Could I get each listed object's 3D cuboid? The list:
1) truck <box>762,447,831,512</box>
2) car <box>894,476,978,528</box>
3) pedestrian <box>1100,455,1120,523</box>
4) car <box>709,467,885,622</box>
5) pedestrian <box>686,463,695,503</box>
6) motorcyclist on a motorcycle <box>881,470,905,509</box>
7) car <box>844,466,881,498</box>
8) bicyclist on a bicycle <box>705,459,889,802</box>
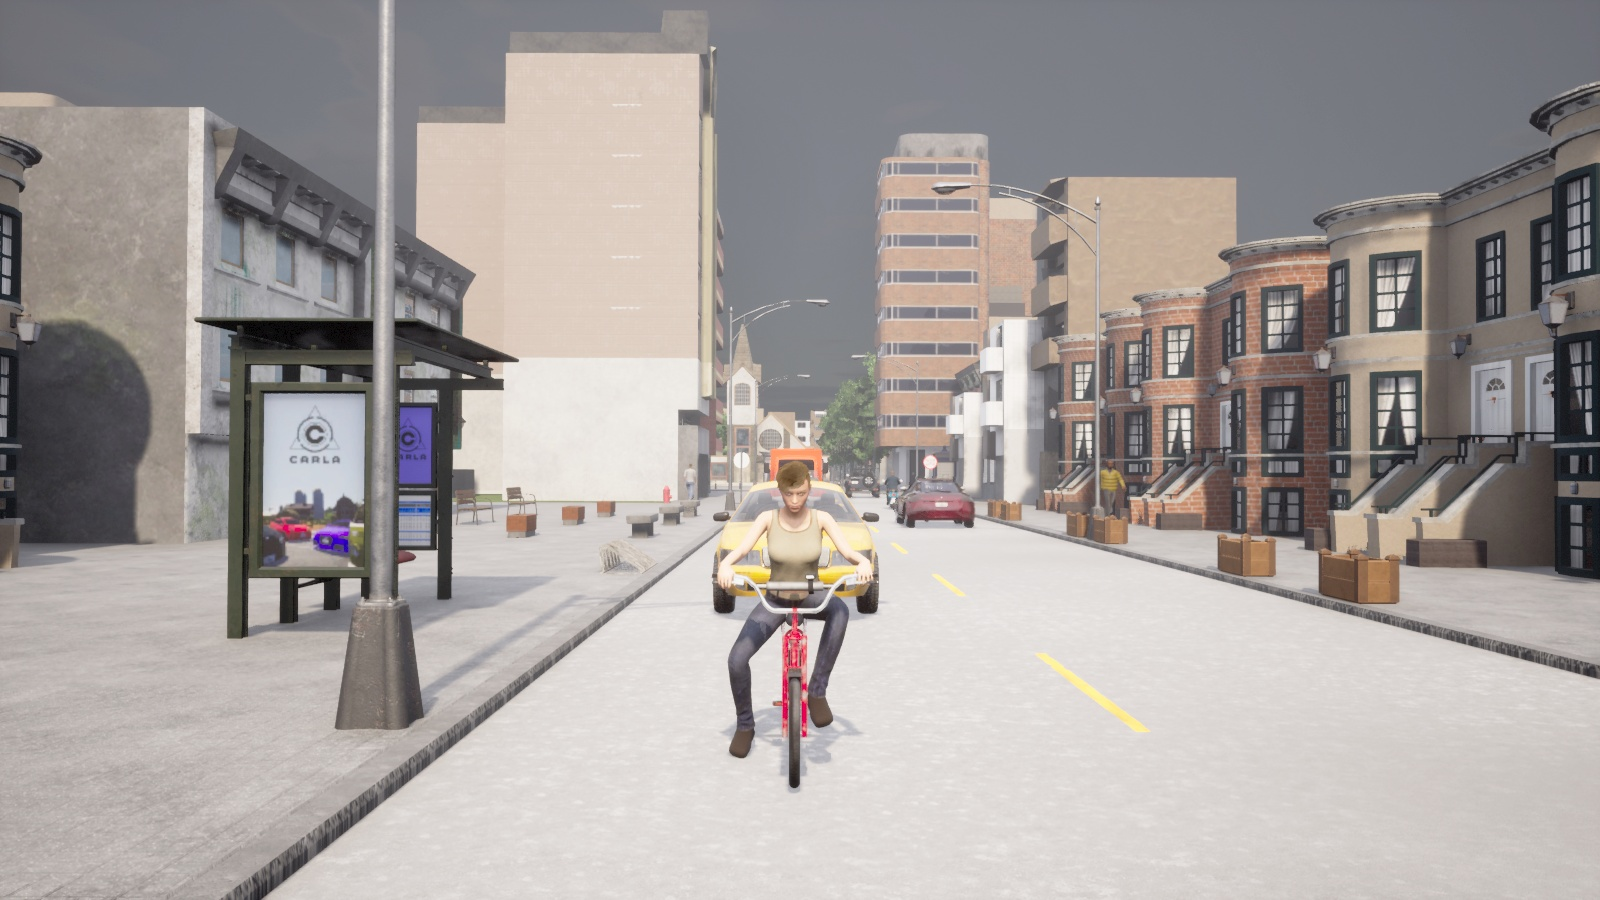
[{"bbox_3d":[-0.150,1.184,50.992,2.627,2.467,5.204,0,-1,0],"label":"truck"},{"bbox_3d":[3.909,1.478,36.699,1.994,1.385,4.181,0,-1,0],"label":"car"},{"bbox_3d":[8.473,1.066,34.342,0.370,1.835,0.726,0,-1,0],"label":"pedestrian"},{"bbox_3d":[-0.039,1.014,15.534,1.801,1.575,5.366,0,-1,0],"label":"car"},{"bbox_3d":[-5.083,1.521,58.294,0.354,1.836,0.706,0,-1,1],"label":"pedestrian"},{"bbox_3d":[3.846,1.626,52.130,0.866,1.590,1.817,0,-1,0],"label":"motorcyclist on a motorcycle"},{"bbox_3d":[3.745,1.884,75.665,1.932,1.855,4.605,0,-1,0],"label":"car"},{"bbox_3d":[-0.022,0.863,6.680,0.866,1.612,1.509,0,-1,-1],"label":"bicyclist on a bicycle"}]
